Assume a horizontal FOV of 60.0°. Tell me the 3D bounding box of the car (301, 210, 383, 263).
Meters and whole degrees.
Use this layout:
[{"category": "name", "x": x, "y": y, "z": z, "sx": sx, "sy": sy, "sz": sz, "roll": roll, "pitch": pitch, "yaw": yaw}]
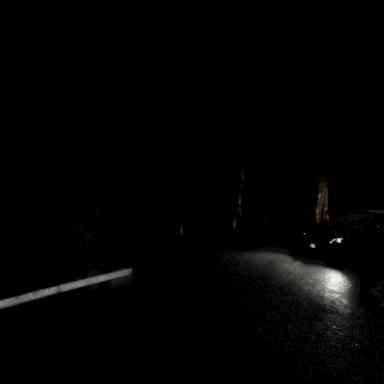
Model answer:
[{"category": "car", "x": 5.906, "y": 1.361, "z": 11.301, "sx": 4.674, "sy": 1.442, "sz": 1.812, "roll": -1, "pitch": 2, "yaw": -24}]
